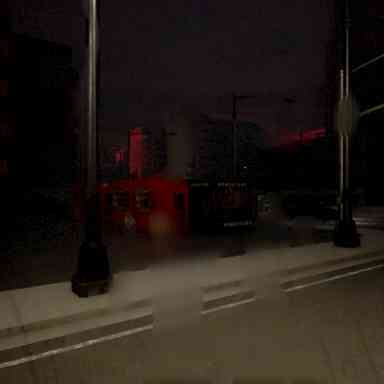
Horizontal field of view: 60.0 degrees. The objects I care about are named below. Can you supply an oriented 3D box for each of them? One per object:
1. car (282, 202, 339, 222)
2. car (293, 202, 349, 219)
[{"bbox_3d":[10.083,1.658,27.601,2.033,1.411,5.357,0,-1,-37],"label":"car"},{"bbox_3d":[11.914,1.657,31.036,1.812,1.442,4.674,0,-1,-36],"label":"car"}]
